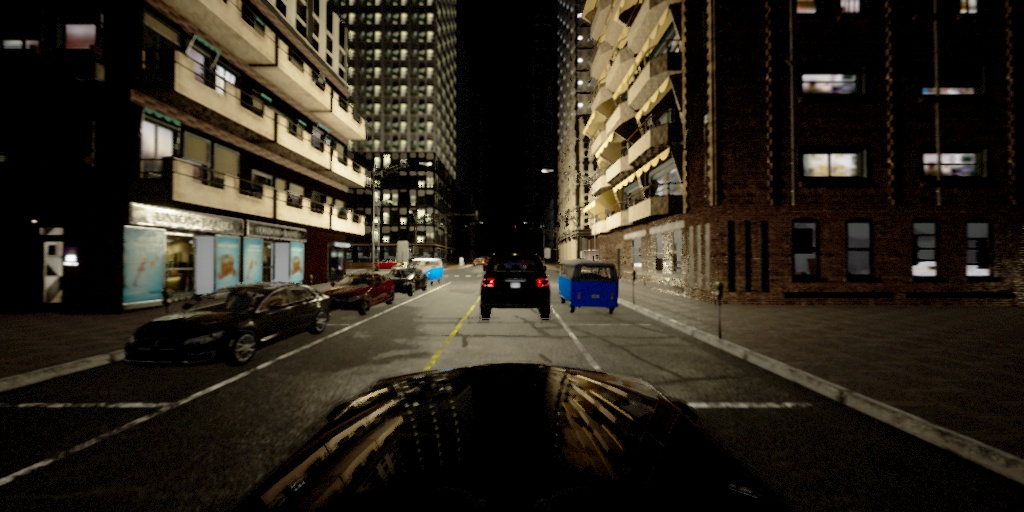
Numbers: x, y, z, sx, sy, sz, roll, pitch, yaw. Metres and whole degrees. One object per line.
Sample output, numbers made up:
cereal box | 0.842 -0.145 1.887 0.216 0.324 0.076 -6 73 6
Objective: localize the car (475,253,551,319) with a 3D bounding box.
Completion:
car | 0.099 0.944 12.807 2.150 2.045 5.566 0 0 0

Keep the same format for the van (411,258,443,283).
van | -5.829 1.043 24.472 1.690 1.789 3.998 0 0 0

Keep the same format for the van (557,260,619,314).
van | 2.690 1.066 13.444 1.690 1.789 3.998 0 0 0

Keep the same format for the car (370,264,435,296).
car | -5.659 1.279 18.931 1.948 1.339 4.313 0 0 0

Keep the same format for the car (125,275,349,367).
car | -5.657 1.288 7.850 2.007 1.370 4.403 0 0 0

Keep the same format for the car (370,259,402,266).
car | -16.497 1.151 47.100 4.097 1.591 1.967 0 0 0

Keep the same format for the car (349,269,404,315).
car | -5.658 1.307 13.391 1.802 1.307 4.207 0 0 0

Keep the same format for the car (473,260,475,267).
car | -5.696 1.060 62.538 1.967 1.591 4.097 0 0 0
